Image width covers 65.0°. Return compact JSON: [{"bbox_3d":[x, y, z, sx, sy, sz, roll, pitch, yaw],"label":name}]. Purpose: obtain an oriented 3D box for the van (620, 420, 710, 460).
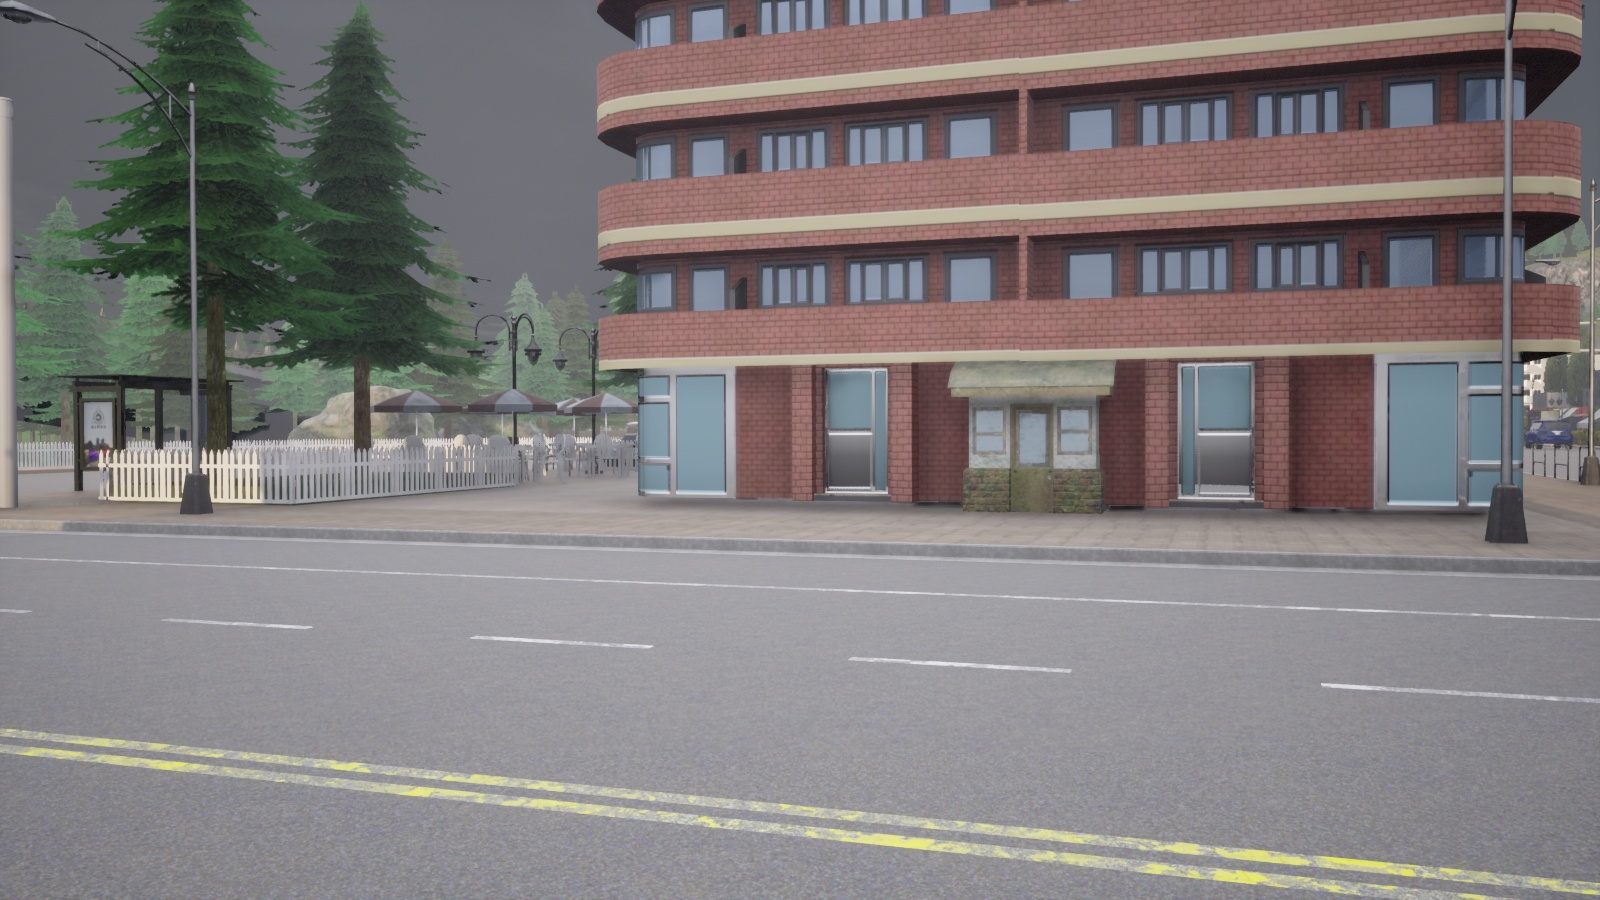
[{"bbox_3d":[-6.899,-0.535,64.504,4.442,1.987,1.775,-1,1,-45],"label":"van"}]
